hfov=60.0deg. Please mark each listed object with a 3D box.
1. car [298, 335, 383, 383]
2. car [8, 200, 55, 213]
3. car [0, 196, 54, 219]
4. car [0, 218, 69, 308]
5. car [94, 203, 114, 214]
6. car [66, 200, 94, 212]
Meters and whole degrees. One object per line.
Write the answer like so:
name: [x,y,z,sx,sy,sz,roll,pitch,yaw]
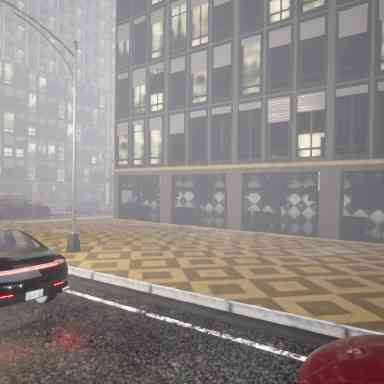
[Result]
car: [2.895,1.526,1.632,4.674,1.442,1.812,0,0,35]
car: [-19.093,1.653,39.844,1.752,1.417,4.829,1,0,36]
car: [-15.578,1.527,30.476,2.192,1.841,5.009,1,0,36]
car: [-4.593,1.490,6.932,4.902,1.511,2.128,0,0,35]
car: [-8.798,1.838,39.701,1.752,1.417,4.829,1,0,36]
car: [-13.898,1.779,42.532,1.994,1.385,4.181,1,0,36]
